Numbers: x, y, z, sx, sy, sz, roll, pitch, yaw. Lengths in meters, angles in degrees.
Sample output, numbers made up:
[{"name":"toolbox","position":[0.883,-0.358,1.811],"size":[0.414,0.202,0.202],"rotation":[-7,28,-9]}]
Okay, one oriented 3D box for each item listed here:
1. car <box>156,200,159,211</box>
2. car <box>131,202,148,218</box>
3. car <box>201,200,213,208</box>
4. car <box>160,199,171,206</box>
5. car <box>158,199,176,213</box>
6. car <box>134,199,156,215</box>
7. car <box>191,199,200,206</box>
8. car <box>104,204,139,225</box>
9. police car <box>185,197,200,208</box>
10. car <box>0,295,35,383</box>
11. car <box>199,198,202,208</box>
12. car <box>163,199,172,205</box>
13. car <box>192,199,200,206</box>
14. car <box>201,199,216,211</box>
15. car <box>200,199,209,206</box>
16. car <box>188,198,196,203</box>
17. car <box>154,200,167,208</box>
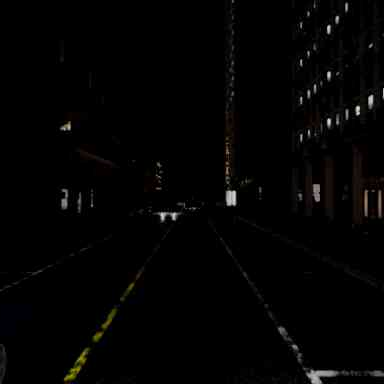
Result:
[{"name":"car","position":[-5.704,1.932,49.006],"size":[1.967,1.590,4.097],"rotation":[0,-1,0]},{"name":"car","position":[-5.699,1.900,32.059],"size":[1.802,1.307,4.206],"rotation":[0,-1,0]},{"name":"car","position":[2.673,2.160,60.303],"size":[2.008,1.369,4.403],"rotation":[0,-1,0]},{"name":"car","position":[-5.711,2.294,71.597],"size":[1.947,1.339,4.313],"rotation":[0,-1,0]},{"name":"car","position":[-3.100,1.977,45.043],"size":[1.812,1.442,4.674],"rotation":[0,-1,0]},{"name":"car","position":[-5.702,1.691,37.710],"size":[2.192,1.841,5.009],"rotation":[0,-1,0]},{"name":"car","position":[0.762,2.215,69.832],"size":[1.837,1.490,4.892],"rotation":[0,-1,1]},{"name":"car","position":[-5.698,1.842,26.410],"size":[1.802,1.307,4.206],"rotation":[0,-1,0]},{"name":"police car","position":[0.231,2.029,59.801],"size":[1.930,1.638,5.238],"rotation":[0,-1,-18]},{"name":"car","position":[-3.100,1.625,2.371],"size":[1.895,1.301,4.718],"rotation":[0,-1,0]},{"name":"car","position":[2.675,1.991,54.655],"size":[1.967,1.590,4.097],"rotation":[0,-1,0]},{"name":"car","position":[-5.712,2.312,77.076],"size":[1.752,1.417,4.829],"rotation":[0,-1,0]},{"name":"car","position":[0.880,2.300,75.812],"size":[1.812,1.442,4.674],"rotation":[0,-1,0]},{"name":"car","position":[2.676,2.019,49.177],"size":[1.752,1.417,4.829],"rotation":[0,-1,0]},{"name":"car","position":[2.670,2.294,71.599],"size":[1.947,1.339,4.313],"rotation":[0,-1,0]},{"name":"car","position":[-0.026,2.444,95.502],"size":[2.128,1.511,4.902],"rotation":[0,-1,0]},{"name":"car","position":[-5.707,2.159,60.300],"size":[2.008,1.369,4.403],"rotation":[0,-1,0]}]
